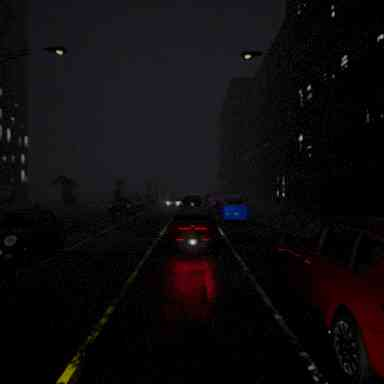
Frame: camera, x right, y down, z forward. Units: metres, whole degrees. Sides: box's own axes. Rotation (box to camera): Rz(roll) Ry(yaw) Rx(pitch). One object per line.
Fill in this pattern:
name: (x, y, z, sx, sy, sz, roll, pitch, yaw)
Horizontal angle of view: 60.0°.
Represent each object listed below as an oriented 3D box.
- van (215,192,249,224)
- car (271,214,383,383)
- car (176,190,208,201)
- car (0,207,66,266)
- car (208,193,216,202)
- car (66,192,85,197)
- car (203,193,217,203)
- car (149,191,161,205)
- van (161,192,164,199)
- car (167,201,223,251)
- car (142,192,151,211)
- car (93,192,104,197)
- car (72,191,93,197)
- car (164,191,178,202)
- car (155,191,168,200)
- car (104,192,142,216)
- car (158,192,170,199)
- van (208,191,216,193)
van: (2.704, 1.063, 22.095, 1.690, 1.788, 3.998, 1, 1, 0)
car: (2.703, 1.250, 5.157, 2.192, 1.841, 5.009, 1, 1, 0)
car: (0.046, 0.995, 28.206, 2.097, 1.767, 4.553, 0, 1, 0)
car: (-5.682, 1.305, 10.775, 1.967, 1.590, 4.097, 1, 1, 0)
car: (2.702, 1.121, 33.391, 1.887, 1.381, 4.507, 1, 1, 0)
car: (-30.676, 0.613, 87.695, 4.206, 1.307, 1.802, 0, 0, 1)
car: (2.702, 0.916, 50.327, 1.947, 1.339, 4.313, 1, 1, 0)
car: (-5.645, 0.972, 44.648, 1.887, 1.381, 4.507, 1, 1, 0)
van: (-5.643, 0.692, 50.291, 1.690, 1.788, 3.998, 1, 1, 0)
car: (0.046, 1.339, 13.300, 1.837, 1.490, 4.892, 0, 1, 0)
car: (-5.644, 1.017, 33.357, 1.967, 1.590, 4.097, 1, 1, 0)
car: (-25.197, 0.572, 87.620, 4.313, 1.339, 1.947, 0, 0, 1)
car: (-26.375, 0.446, 78.996, 4.097, 1.590, 1.967, 0, 0, 1)
car: (-3.071, 0.641, 54.840, 2.097, 1.767, 4.553, 0, 1, 0)
car: (-5.643, 0.637, 61.583, 1.967, 1.590, 4.097, 1, 1, 0)
car: (-5.651, 1.091, 27.711, 1.967, 1.590, 4.097, 1, 1, 0)
car: (-5.645, 0.664, 67.230, 1.887, 1.381, 4.507, 1, 1, 0)
van: (2.705, 0.768, 44.678, 1.690, 1.788, 3.998, 1, 1, 0)
